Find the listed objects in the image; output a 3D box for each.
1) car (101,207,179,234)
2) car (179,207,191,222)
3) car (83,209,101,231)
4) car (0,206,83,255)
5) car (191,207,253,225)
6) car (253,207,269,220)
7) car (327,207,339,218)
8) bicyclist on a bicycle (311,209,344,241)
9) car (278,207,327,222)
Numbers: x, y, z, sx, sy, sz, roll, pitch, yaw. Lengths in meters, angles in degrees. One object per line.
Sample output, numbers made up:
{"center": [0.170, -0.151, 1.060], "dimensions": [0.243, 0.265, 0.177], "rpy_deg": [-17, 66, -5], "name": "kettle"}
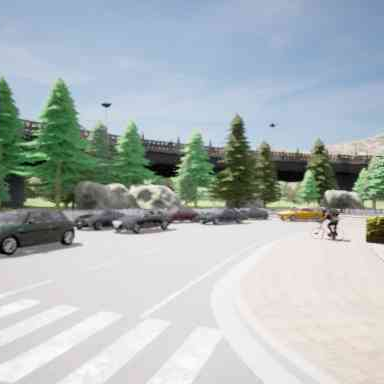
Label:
{"center": [-3.318, 1.874, 22.384], "dimensions": [2.128, 1.511, 4.902], "rpy_deg": [0, -1, 32], "name": "car"}
{"center": [-1.364, 2.111, 30.702], "dimensions": [4.674, 1.442, 1.812], "rpy_deg": [2, -2, -45], "name": "car"}
{"center": [-6.453, 1.931, 23.744], "dimensions": [1.994, 1.385, 4.181], "rpy_deg": [0, -1, 30], "name": "car"}
{"center": [-7.181, 1.505, 14.105], "dimensions": [2.097, 1.767, 4.553], "rpy_deg": [0, -1, 23], "name": "car"}
{"center": [2.798, 2.177, 30.056], "dimensions": [5.357, 1.411, 2.033], "rpy_deg": [2, -2, -41], "name": "car"}
{"center": [6.433, 2.387, 36.810], "dimensions": [4.181, 1.385, 1.994], "rpy_deg": [1, -1, -28], "name": "car"}
{"center": [15.550, 2.524, 40.690], "dimensions": [4.902, 1.511, 2.128], "rpy_deg": [1, -1, -14], "name": "car"}
{"center": [7.005, 1.718, 17.234], "dimensions": [1.656, 1.620, 0.582], "rpy_deg": [0, -2, 32], "name": "bicyclist on a bicycle"}
{"center": [11.564, 2.347, 35.626], "dimensions": [5.008, 1.535, 1.882], "rpy_deg": [1, -1, -21], "name": "car"}
